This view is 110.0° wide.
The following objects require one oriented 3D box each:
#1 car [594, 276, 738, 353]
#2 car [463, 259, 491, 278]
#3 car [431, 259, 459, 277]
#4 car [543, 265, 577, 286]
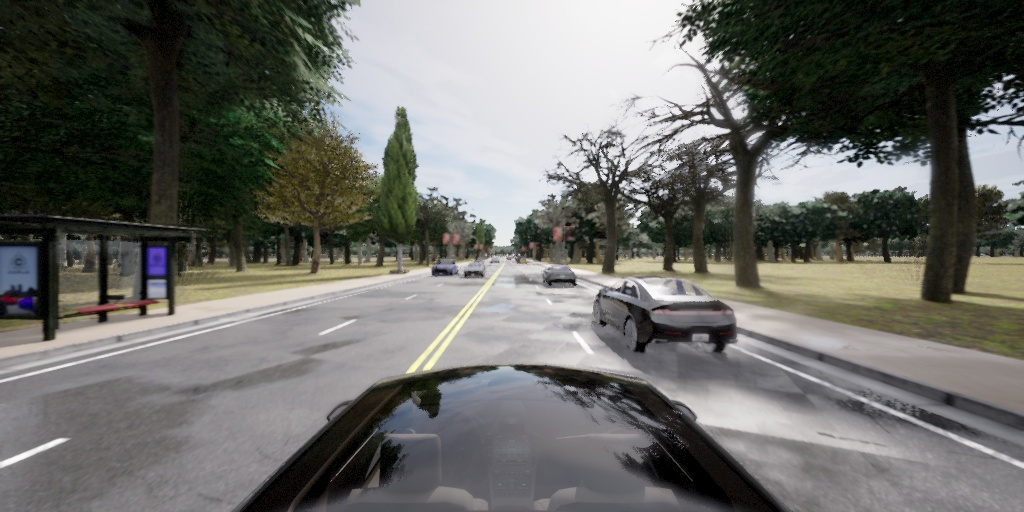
[{"bbox_3d":[3.346,1.239,8.790,2.128,1.511,4.902,0,0,0],"label":"car"},{"bbox_3d":[-3.407,1.287,33.959,2.033,1.411,5.357,0,0,0],"label":"car"},{"bbox_3d":[-6.661,1.090,35.816,2.097,1.767,4.553,0,0,0],"label":"car"},{"bbox_3d":[3.313,1.307,25.460,1.994,1.385,4.181,0,0,0],"label":"car"}]
